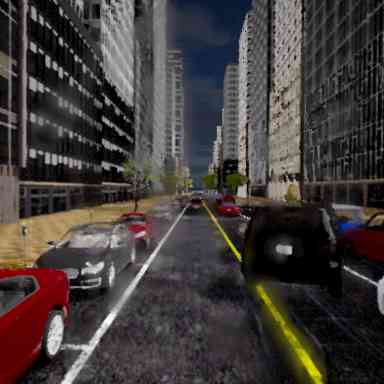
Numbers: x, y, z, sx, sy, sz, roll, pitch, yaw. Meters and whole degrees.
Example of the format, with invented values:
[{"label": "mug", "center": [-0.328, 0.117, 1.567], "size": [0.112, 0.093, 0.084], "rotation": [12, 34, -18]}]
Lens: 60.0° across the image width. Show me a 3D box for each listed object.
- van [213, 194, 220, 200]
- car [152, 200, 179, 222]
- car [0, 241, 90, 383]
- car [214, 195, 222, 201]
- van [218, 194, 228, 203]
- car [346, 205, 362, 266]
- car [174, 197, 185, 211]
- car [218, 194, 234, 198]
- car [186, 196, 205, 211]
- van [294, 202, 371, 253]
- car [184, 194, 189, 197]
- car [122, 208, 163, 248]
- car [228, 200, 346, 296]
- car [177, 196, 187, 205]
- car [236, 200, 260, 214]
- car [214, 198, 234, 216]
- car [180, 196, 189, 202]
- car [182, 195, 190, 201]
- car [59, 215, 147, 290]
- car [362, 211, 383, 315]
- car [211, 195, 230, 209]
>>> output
[{"label": "van", "center": [6.961, 1.405, 93.983], "size": [1.690, 1.788, 3.998], "rotation": [0, 0, 1]}, {"label": "car", "center": [-2.363, 1.535, 25.902], "size": [2.008, 1.369, 4.403], "rotation": [0, 0, 1]}, {"label": "car", "center": [-2.677, 1.523, 3.169], "size": [1.887, 1.381, 4.507], "rotation": [0, 0, 1]}, {"label": "car", "center": [6.883, 1.504, 88.300], "size": [1.967, 1.590, 4.097], "rotation": [0, 0, 1]}, {"label": "van", "center": [6.647, 1.404, 71.251], "size": [1.690, 1.788, 3.998], "rotation": [0, 0, 1]}, {"label": "car", "center": [5.780, 1.366, 8.736], "size": [2.192, 1.841, 5.009], "rotation": [0, 0, 1]}, {"label": "car", "center": [-2.205, 1.537, 37.268], "size": [2.008, 1.369, 4.403], "rotation": [0, 0, 1]}, {"label": "car", "center": [6.489, 1.377, 59.884], "size": [2.192, 1.841, 5.009], "rotation": [0, 0, 1]}, {"label": "car", "center": [0.551, 1.535, 41.327], "size": [1.812, 1.442, 4.674], "rotation": [0, 0, 1]}, {"label": "van", "center": [5.859, 1.393, 14.420], "size": [1.690, 1.788, 3.998], "rotation": [0, 0, 1]}, {"label": "car", "center": [-1.969, 1.430, 54.317], "size": [1.967, 1.590, 4.097], "rotation": [0, 0, 1]}, {"label": "car", "center": [-2.520, 1.563, 14.536], "size": [1.802, 1.307, 4.206], "rotation": [0, 0, 1]}, {"label": "car", "center": [2.964, 1.247, 9.139], "size": [2.150, 2.045, 5.566], "rotation": [0, 0, 24]}, {"label": "car", "center": [-2.048, 1.570, 48.634], "size": [1.802, 1.307, 4.206], "rotation": [0, 0, 1]}, {"label": "car", "center": [6.175, 1.608, 37.151], "size": [2.008, 1.369, 4.403], "rotation": [0, 0, 1]}, {"label": "car", "center": [3.465, 1.598, 32.716], "size": [1.994, 1.385, 4.181], "rotation": [0, 0, 2]}, {"label": "car", "center": [-1.654, 1.559, 77.050], "size": [1.947, 1.339, 4.313], "rotation": [0, 0, 1]}, {"label": "car", "center": [-1.496, 1.544, 88.416], "size": [2.008, 1.369, 4.403], "rotation": [0, 0, 1]}, {"label": "car", "center": [-2.599, 1.530, 8.852], "size": [2.008, 1.369, 4.403], "rotation": [0, 0, 1]}, {"label": "car", "center": [3.918, 1.258, 2.771], "size": [2.150, 2.045, 5.566], "rotation": [0, 0, 1]}, {"label": "car", "center": [3.609, 1.562, 44.688], "size": [1.812, 1.442, 4.674], "rotation": [0, 0, 1]}]
